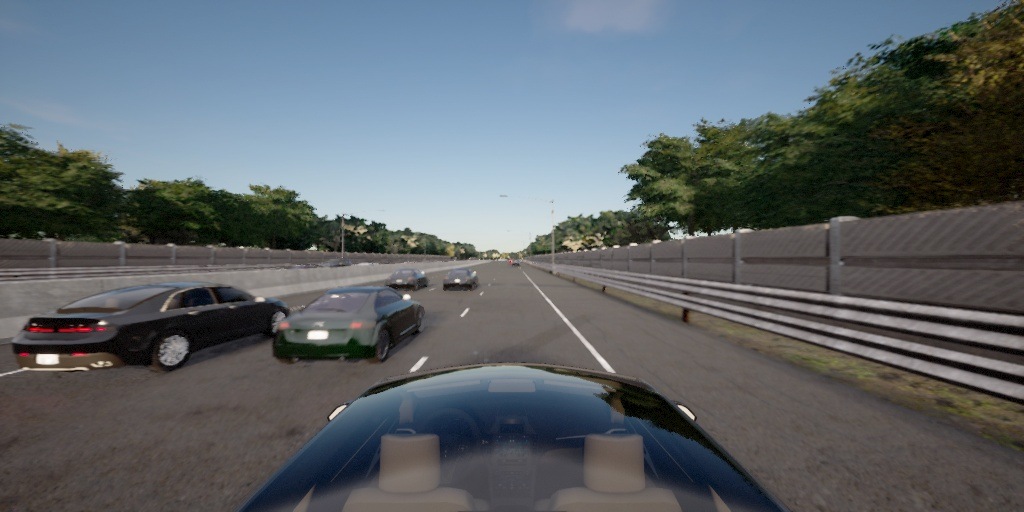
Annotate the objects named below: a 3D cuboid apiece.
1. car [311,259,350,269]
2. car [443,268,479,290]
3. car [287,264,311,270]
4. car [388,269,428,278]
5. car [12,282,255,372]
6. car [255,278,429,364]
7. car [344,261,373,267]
[{"bbox_3d":[-21.065,1.347,42.791,2.150,2.045,5.566,0,-1,0],"label":"car"},{"bbox_3d":[-3.400,1.520,24.305,1.994,1.385,4.181,0,-1,0],"label":"car"},{"bbox_3d":[-24.567,1.682,41.986,1.994,1.385,4.181,0,-1,0],"label":"car"},{"bbox_3d":[-6.899,1.517,23.956,1.994,1.385,4.181,0,-1,0],"label":"car"},{"bbox_3d":[-6.900,1.310,7.755,1.837,1.490,4.892,0,-1,0],"label":"car"},{"bbox_3d":[-3.400,1.374,8.288,1.994,1.385,4.181,0,-1,0],"label":"car"},{"bbox_3d":[-17.569,1.647,42.474,1.812,1.442,4.674,0,-1,0],"label":"car"}]
